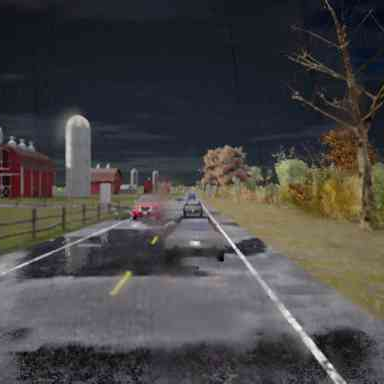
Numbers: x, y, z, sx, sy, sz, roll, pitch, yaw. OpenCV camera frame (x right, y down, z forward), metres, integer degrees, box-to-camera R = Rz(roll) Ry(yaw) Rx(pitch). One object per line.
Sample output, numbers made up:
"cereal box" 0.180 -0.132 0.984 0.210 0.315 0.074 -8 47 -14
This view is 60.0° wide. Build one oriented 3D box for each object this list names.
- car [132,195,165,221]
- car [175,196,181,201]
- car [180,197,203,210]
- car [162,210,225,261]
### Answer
"car" -3.549 1.262 28.073 2.150 2.045 5.566 0 0 0
"car" -3.480 1.665 88.786 1.994 1.385 4.181 0 0 0
"car" 0.106 1.536 33.021 2.128 1.511 4.902 0 0 0
"car" 0.100 1.581 12.426 1.994 1.385 4.181 0 0 0
